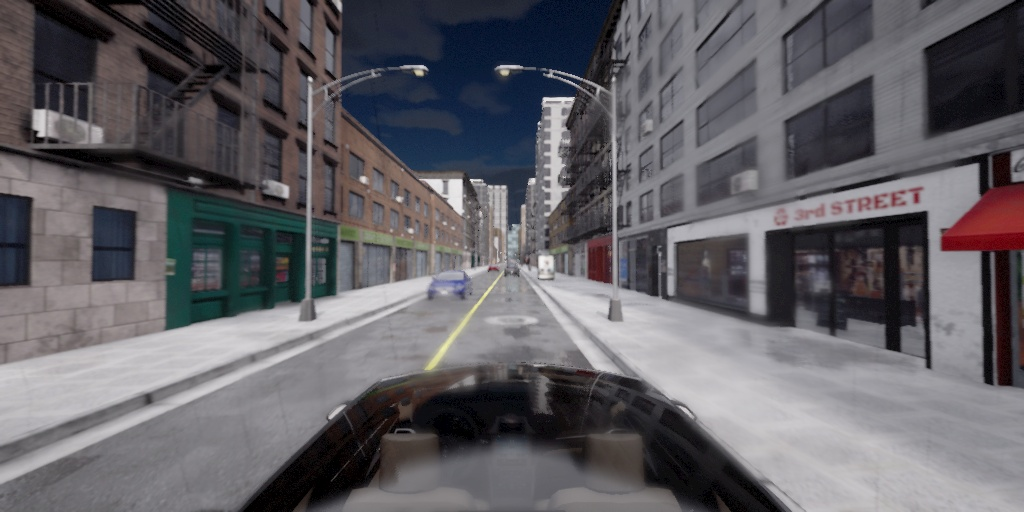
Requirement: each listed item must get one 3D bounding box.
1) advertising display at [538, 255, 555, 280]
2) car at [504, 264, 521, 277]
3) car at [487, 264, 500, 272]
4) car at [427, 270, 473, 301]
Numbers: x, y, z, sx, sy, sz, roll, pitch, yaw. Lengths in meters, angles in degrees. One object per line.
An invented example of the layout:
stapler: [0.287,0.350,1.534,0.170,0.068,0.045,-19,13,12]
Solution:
advertising display: [3.125,1.131,32.694,1.540,2.440,0.280,0,0,0]
car: [0.017,1.750,44.760,2.128,1.511,4.902,0,-1,1]
car: [-3.056,2.050,59.912,1.895,1.301,4.718,0,-1,1]
car: [-3.106,1.466,18.850,1.812,1.442,4.674,0,-1,0]
